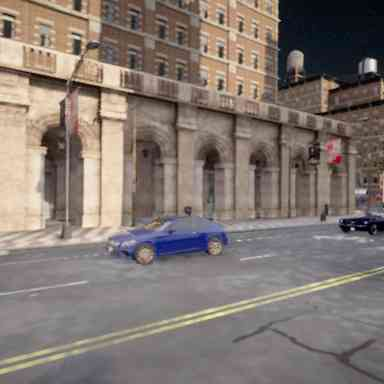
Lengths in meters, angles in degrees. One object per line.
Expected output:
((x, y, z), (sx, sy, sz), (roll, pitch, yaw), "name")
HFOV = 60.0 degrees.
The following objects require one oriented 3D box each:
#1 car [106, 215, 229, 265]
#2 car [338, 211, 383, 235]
((-0.717, 1.596, 12.048), (4.674, 1.442, 1.812), (1, 0, -35), "car")
((11.035, 1.835, 20.403), (4.718, 1.301, 1.895), (1, 0, -35), "car")
